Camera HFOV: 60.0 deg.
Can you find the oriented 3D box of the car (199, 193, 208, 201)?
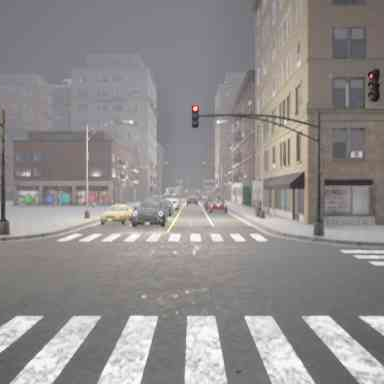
[{"bbox_3d":[2.728,1.280,80.887,2.192,1.841,5.009,0,0,0],"label":"car"}]

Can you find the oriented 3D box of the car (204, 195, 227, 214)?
[{"bbox_3d":[2.677,1.423,35.592,1.967,1.590,4.097,0,0,0],"label":"car"}]

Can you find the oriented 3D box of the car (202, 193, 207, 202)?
[{"bbox_3d":[2.683,1.295,41.254,2.192,1.841,5.009,0,0,0],"label":"car"}]

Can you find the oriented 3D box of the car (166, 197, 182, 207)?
[{"bbox_3d":[-2.747,1.523,52.015,2.033,1.411,5.357,0,0,1],"label":"car"}]

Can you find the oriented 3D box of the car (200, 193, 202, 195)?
[{"bbox_3d":[2.716,1.519,69.564,2.008,1.369,4.403,0,0,0],"label":"car"}]

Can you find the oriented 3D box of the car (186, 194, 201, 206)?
[{"bbox_3d":[0.062,1.480,54.213,1.837,1.490,4.892,0,0,0],"label":"car"}]

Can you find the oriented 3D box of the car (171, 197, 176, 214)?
[{"bbox_3d":[-2.804,1.489,31.784,1.837,1.490,4.892,0,0,0],"label":"car"}]

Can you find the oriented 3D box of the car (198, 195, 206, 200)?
[{"bbox_3d":[2.741,1.527,92.211,1.947,1.339,4.313,0,0,0],"label":"car"}]

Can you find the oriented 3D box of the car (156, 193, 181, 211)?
[{"bbox_3d":[-2.759,1.202,41.595,2.150,2.045,5.566,0,0,0],"label":"car"}]

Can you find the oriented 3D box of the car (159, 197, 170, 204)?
[{"bbox_3d":[-5.316,1.553,63.911,1.802,1.307,4.206,0,0,0],"label":"car"}]

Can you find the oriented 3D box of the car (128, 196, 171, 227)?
[{"bbox_3d":[-2.777,1.341,22.596,2.097,1.767,4.553,0,0,-1],"label":"car"}]

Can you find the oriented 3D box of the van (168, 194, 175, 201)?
[{"bbox_3d":[-5.290,1.304,86.558,1.690,1.788,3.998,0,0,0],"label":"van"}]

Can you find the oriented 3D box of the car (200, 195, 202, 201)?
[{"bbox_3d":[2.696,1.501,52.748,1.752,1.417,4.829,0,0,0],"label":"car"}]

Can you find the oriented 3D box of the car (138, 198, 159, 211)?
[{"bbox_3d":[-5.342,1.531,41.263,2.008,1.369,4.403,0,0,0],"label":"car"}]

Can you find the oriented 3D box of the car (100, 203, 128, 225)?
[{"bbox_3d":[-5.361,1.513,24.108,1.752,1.417,4.829,0,0,0],"label":"car"}]
